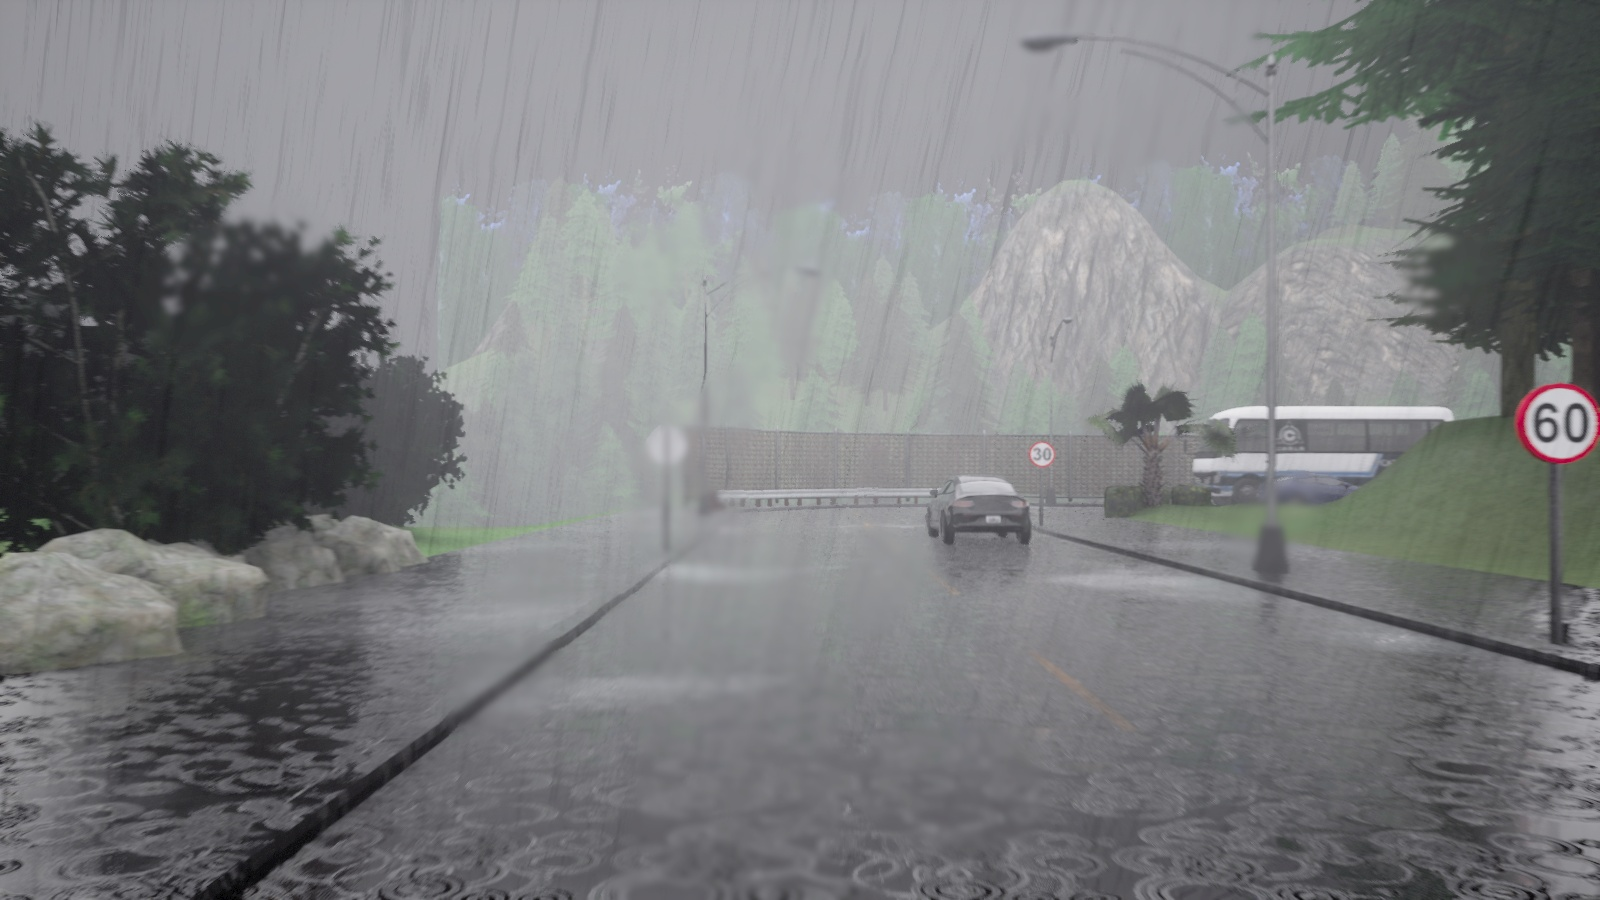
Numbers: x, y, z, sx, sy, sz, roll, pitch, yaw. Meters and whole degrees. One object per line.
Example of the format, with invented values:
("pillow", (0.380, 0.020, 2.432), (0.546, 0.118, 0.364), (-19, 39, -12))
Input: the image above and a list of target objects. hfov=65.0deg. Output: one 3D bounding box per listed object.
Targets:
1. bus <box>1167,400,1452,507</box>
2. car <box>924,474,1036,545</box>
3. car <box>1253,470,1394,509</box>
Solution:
("bus", (21.073, 0.164, 52.468), (10.273, 4.253, 3.944), (0, -1, 0))
("car", (3.930, 1.259, 28.125), (1.812, 1.442, 4.674), (0, -1, 0))
("car", (20.137, 1.508, 48.463), (4.674, 1.442, 1.812), (0, -1, 0))
